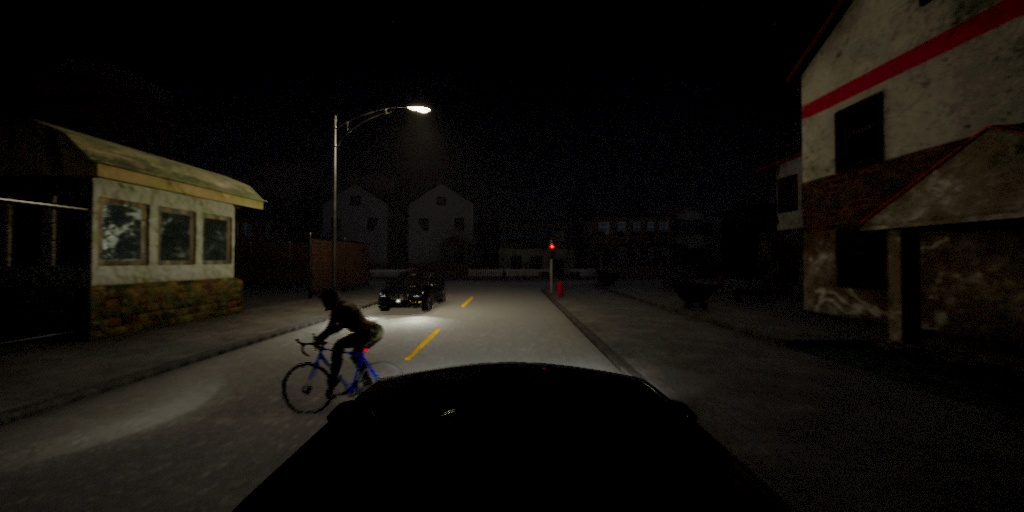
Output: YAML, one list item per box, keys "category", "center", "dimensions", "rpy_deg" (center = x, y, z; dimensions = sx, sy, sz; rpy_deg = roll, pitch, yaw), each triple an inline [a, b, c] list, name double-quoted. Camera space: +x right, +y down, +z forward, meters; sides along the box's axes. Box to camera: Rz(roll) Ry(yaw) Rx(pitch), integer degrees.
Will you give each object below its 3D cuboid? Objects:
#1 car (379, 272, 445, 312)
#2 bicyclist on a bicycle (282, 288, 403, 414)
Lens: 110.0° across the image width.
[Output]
- category: "car"
  center: [-4.106, 1.438, 15.405]
  dimensions: [1.837, 1.490, 4.892]
  rpy_deg: [0, -1, 0]
- category: "bicyclist on a bicycle"
  center: [-2.170, 1.241, 4.628]
  dimensions: [1.656, 1.620, 0.582]
  rpy_deg: [-2, -1, 1]
